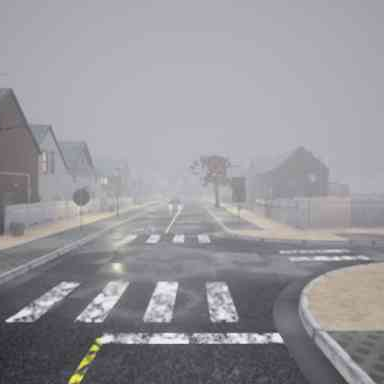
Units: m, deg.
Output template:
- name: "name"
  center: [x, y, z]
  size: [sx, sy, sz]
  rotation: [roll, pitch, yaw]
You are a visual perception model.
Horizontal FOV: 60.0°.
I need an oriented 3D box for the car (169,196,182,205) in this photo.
- name: "car"
  center: [-2.872, 1.432, 57.941]
  size: [1.837, 1.490, 4.892]
  rotation: [0, 0, 0]
